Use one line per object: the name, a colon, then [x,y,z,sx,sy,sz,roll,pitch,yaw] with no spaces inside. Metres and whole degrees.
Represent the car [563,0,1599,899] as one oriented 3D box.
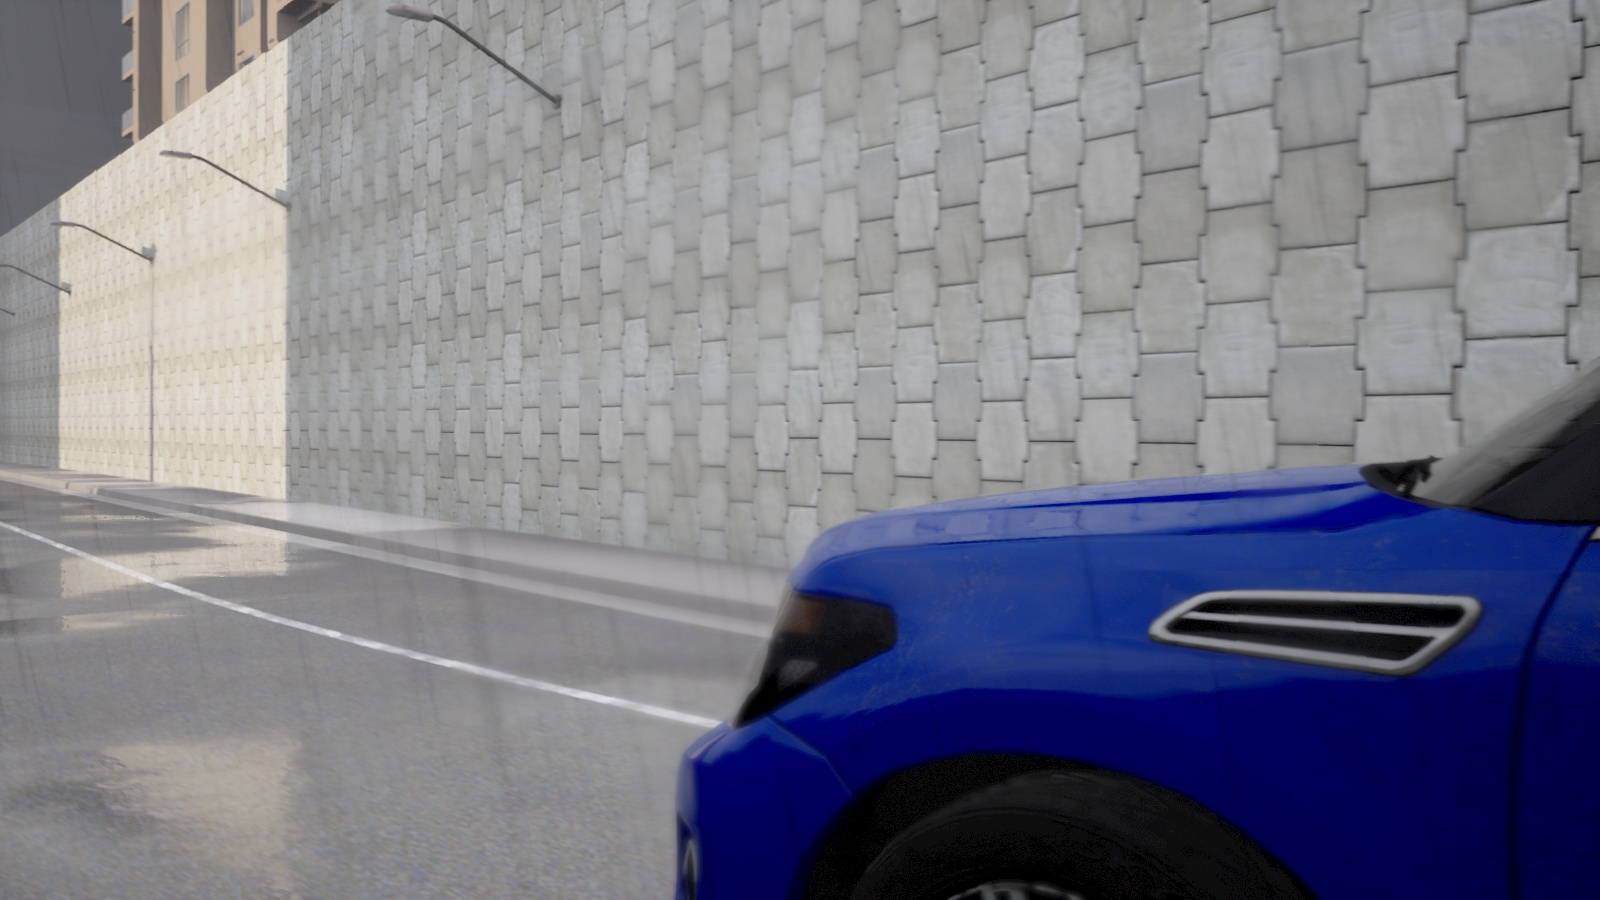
car: [2.472,0.405,1.917,5.566,2.045,2.150,0,1,32]
